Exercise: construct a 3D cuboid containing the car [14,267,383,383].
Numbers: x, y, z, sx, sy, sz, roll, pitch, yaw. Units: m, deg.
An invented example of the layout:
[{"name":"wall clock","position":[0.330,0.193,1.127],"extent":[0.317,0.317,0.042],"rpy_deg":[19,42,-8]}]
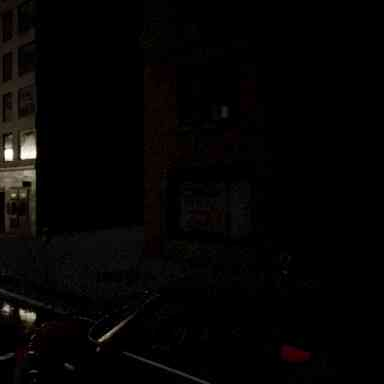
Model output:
[{"name":"car","position":[0.199,1.440,2.939],"extent":[4.097,1.590,1.967],"rpy_deg":[0,0,35]}]
